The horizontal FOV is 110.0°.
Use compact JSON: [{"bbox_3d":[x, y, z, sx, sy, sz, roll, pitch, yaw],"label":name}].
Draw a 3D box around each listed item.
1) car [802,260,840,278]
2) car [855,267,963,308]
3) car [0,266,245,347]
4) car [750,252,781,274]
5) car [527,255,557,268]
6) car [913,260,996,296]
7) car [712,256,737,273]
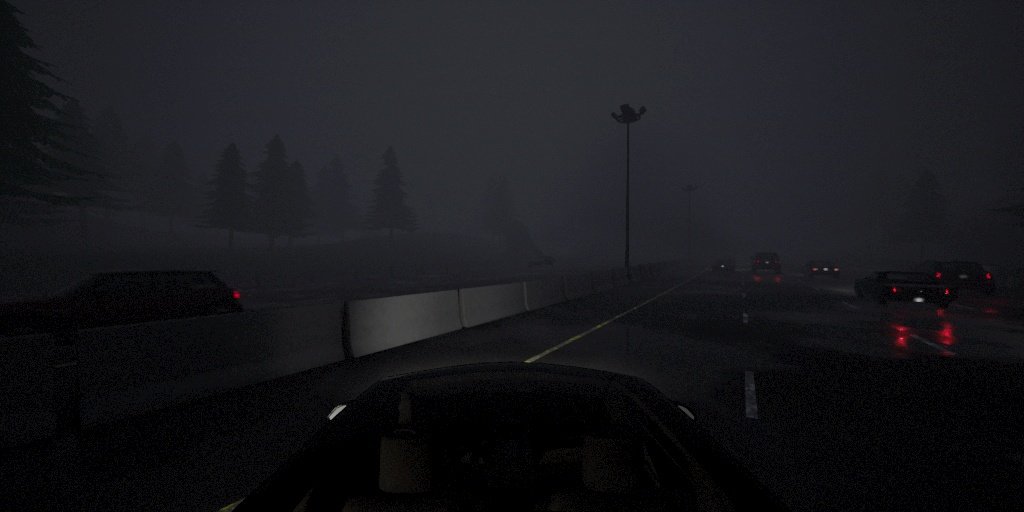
[{"bbox_3d":[25.407,1.019,29.590,2.033,1.411,5.357,0,1,33],"label":"car"},{"bbox_3d":[16.031,1.283,14.932,1.895,1.301,4.718,0,1,33],"label":"car"},{"bbox_3d":[-9.185,1.095,8.350,2.097,1.767,4.553,0,0,33],"label":"car"},{"bbox_3d":[24.465,0.627,34.617,2.150,2.045,5.566,0,1,32],"label":"car"},{"bbox_3d":[3.511,0.606,41.015,1.837,1.490,4.892,0,1,33],"label":"car"},{"bbox_3d":[22.666,0.971,18.824,2.097,1.767,4.553,0,1,34],"label":"car"},{"bbox_3d":[21.887,0.955,37.087,1.994,1.385,4.181,0,1,33],"label":"car"}]
